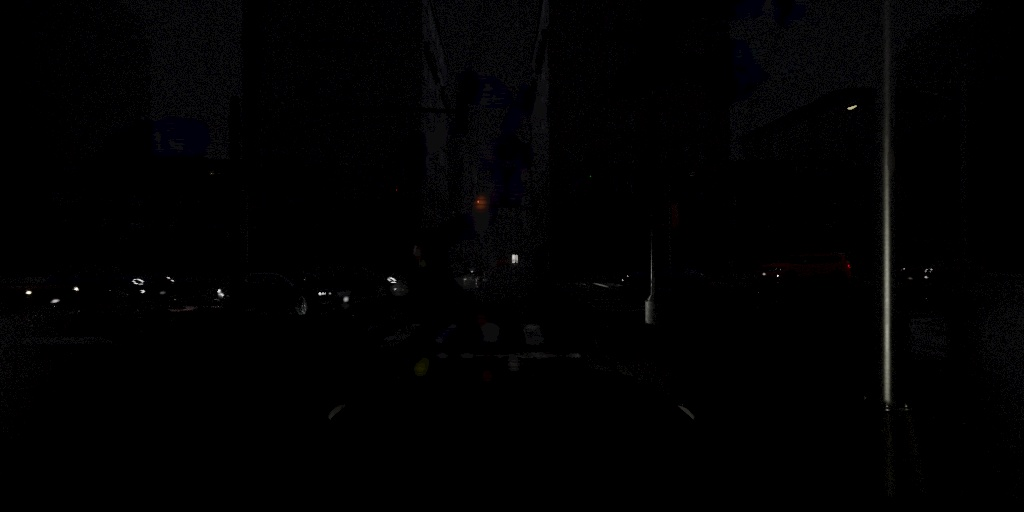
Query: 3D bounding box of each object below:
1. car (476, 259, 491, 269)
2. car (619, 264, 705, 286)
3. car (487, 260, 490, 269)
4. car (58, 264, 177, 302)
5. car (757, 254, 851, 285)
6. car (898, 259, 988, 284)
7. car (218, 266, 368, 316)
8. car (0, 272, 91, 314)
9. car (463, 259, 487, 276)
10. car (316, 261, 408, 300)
[{"bbox_3d":[-4.572,1.282,58.301,2.128,1.511,4.902,0,0,-1],"label":"car"},{"bbox_3d":[10.209,1.244,24.539,5.357,1.411,2.033,0,0,-2],"label":"car"},{"bbox_3d":[-4.288,1.285,47.905,1.837,1.490,4.892,0,0,-2],"label":"car"},{"bbox_3d":[-18.782,1.165,16.925,4.553,1.767,2.097,0,0,-2],"label":"car"},{"bbox_3d":[20.167,0.883,24.851,5.566,2.045,2.150,0,0,-2],"label":"car"},{"bbox_3d":[30.113,0.982,25.155,4.553,1.767,2.097,0,0,-2],"label":"car"},{"bbox_3d":[-8.194,1.264,13.114,4.902,1.511,2.128,0,0,13],"label":"car"},{"bbox_3d":[-19.657,1.419,13.648,4.718,1.301,1.895,0,0,-2],"label":"car"},{"bbox_3d":[-4.001,1.260,37.526,2.128,1.511,4.902,0,0,-2],"label":"car"},{"bbox_3d":[-7.443,1.119,17.281,4.553,1.767,2.097,0,0,-2],"label":"car"}]
